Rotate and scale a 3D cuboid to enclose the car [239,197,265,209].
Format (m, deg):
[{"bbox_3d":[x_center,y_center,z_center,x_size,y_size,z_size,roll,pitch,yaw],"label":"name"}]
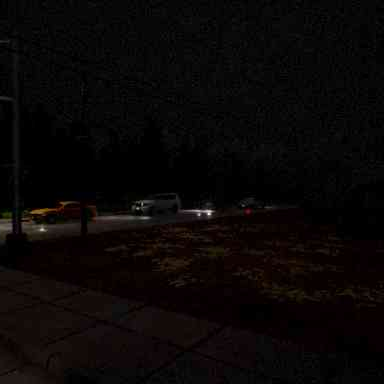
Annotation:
[{"bbox_3d":[7.557,1.399,41.836,1.812,1.442,4.674,0,0,37],"label":"car"}]

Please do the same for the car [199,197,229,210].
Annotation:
[{"bbox_3d":[2.799,1.403,41.602,1.837,1.490,4.892,0,0,37],"label":"car"}]

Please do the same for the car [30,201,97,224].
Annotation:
[{"bbox_3d":[-9.542,1.484,25.007,1.882,1.535,5.008,0,0,37],"label":"car"}]

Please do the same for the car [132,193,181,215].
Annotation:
[{"bbox_3d":[-3.425,1.174,33.246,2.150,2.045,5.566,0,0,36],"label":"car"}]
